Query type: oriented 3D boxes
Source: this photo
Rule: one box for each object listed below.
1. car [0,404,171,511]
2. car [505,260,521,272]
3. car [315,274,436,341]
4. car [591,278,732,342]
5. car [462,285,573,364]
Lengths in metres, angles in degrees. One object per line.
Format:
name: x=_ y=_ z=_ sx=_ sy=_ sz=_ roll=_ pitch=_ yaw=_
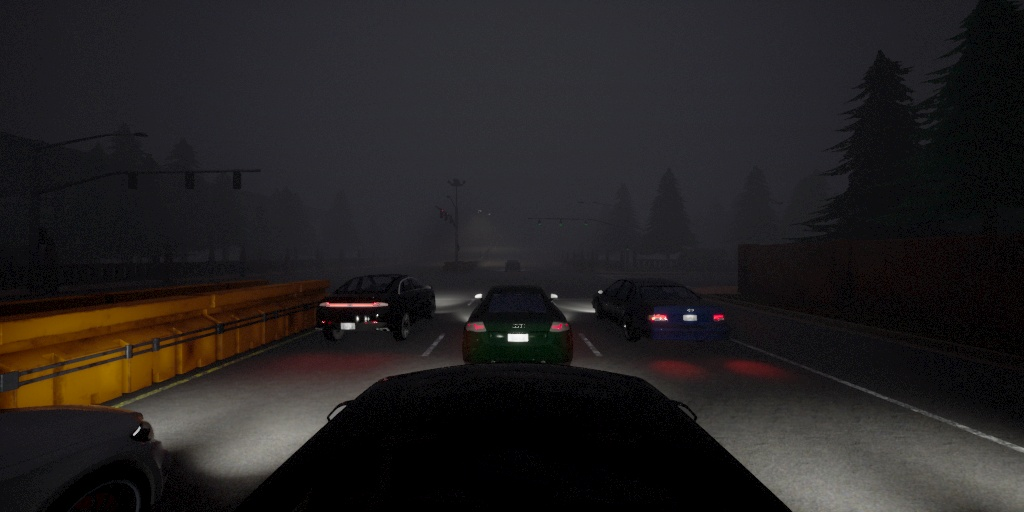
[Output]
car: x=-3.403 y=1.276 z=0.621 sx=1.812 sy=1.442 sz=4.674 roll=0 pitch=0 yaw=0
car: x=0.101 y=1.228 z=46.050 sx=1.882 sy=1.535 sz=5.008 roll=0 pitch=0 yaw=0
car: x=-3.399 y=1.242 z=9.857 sx=2.128 sy=1.511 sz=4.902 roll=0 pitch=0 yaw=0
car: x=3.600 y=1.298 z=9.763 sx=2.033 sy=1.411 sz=5.357 roll=0 pitch=0 yaw=0
car: x=0.099 y=1.314 z=7.906 sx=1.994 sy=1.385 sz=4.181 roll=0 pitch=0 yaw=0
